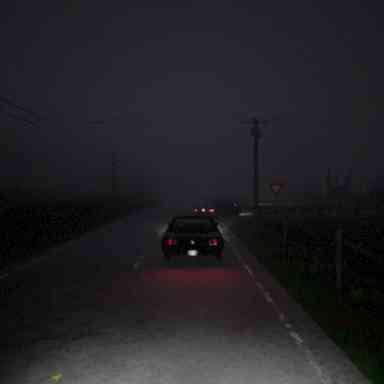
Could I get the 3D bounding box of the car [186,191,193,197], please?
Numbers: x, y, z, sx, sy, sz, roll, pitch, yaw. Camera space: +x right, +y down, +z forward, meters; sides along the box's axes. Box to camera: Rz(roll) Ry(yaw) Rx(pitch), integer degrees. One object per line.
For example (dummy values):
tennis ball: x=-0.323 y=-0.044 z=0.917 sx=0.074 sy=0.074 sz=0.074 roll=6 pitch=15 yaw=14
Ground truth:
car: x=-0.637 y=0.500 z=84.207 sx=1.837 sy=1.490 sz=4.892 roll=0 pitch=1 yaw=-1

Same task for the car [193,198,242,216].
car: x=2.069 y=1.271 z=25.614 sx=2.033 sy=1.411 sz=5.357 roll=0 pitch=1 yaw=30

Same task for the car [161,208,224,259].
car: x=0.027 y=1.480 z=12.016 sx=1.895 sy=1.301 sz=4.718 roll=0 pitch=1 yaw=0

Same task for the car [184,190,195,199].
car: x=-0.497 y=0.480 z=73.679 sx=2.150 sy=2.045 sz=5.566 roll=0 pitch=1 yaw=-1
